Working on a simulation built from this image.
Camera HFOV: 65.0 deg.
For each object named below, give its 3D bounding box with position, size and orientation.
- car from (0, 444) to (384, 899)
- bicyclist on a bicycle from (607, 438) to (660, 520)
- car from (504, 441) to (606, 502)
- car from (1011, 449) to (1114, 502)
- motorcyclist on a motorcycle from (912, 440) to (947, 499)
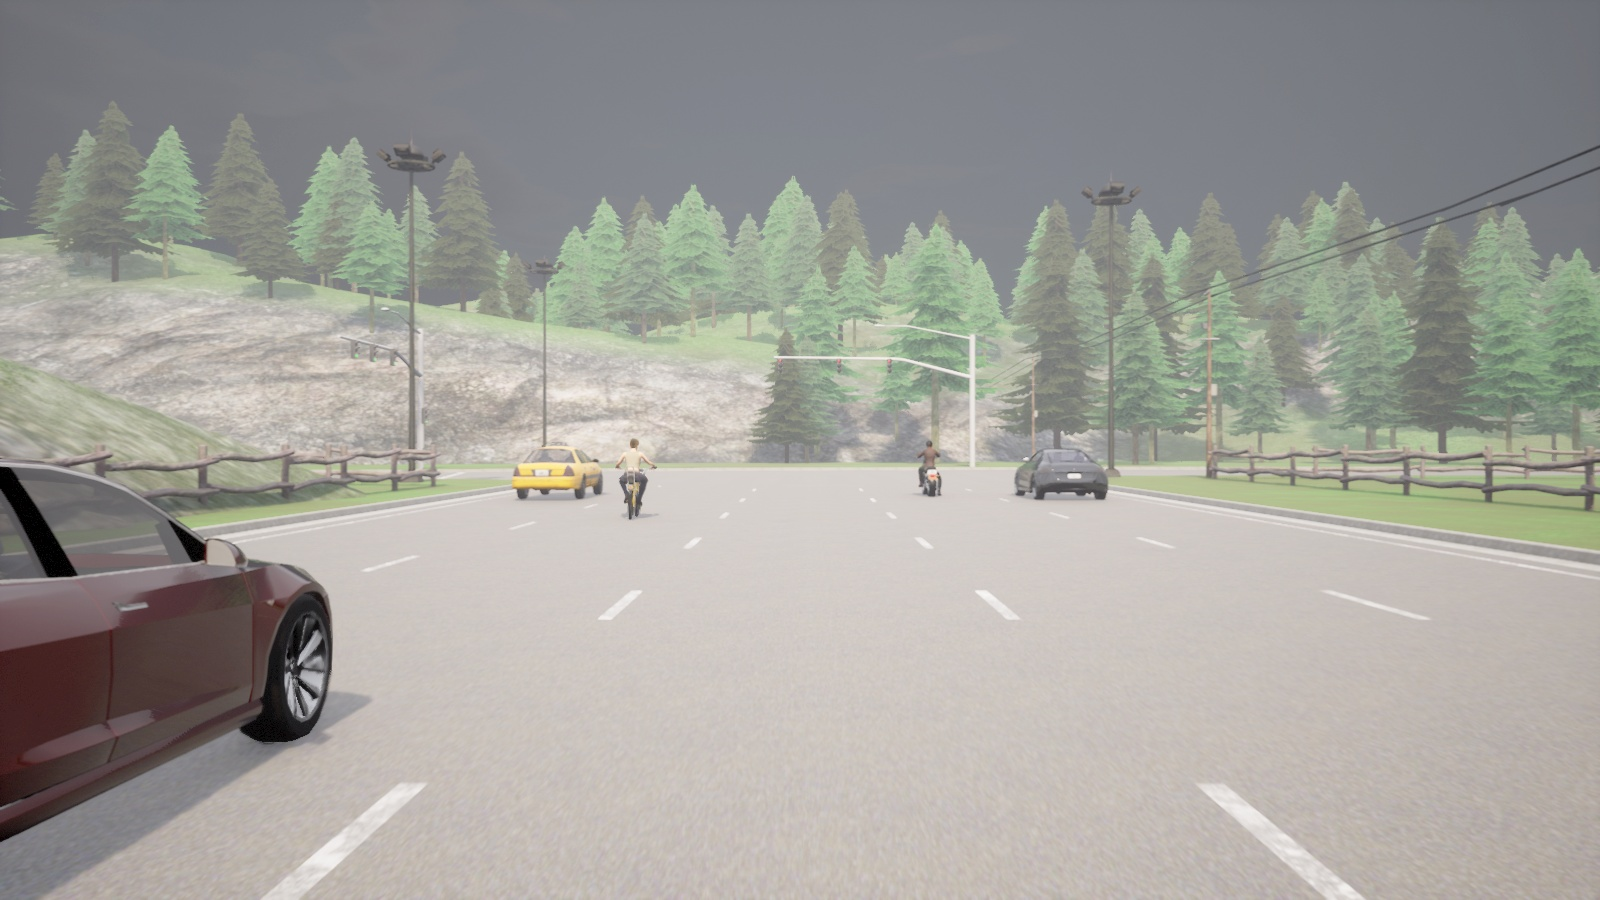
[{"bbox_3d":[-3.458,0.723,4.746,2.163,1.488,4.792,0,0,0],"label":"car"},{"bbox_3d":[-3.345,0.570,25.361,0.866,1.612,1.509,0,0,1],"label":"bicyclist on a bicycle"},{"bbox_3d":[-6.784,0.529,35.337,1.801,1.575,5.366,0,1,0],"label":"car"},{"bbox_3d":[7.214,0.664,34.875,1.994,1.385,4.181,0,0,0],"label":"car"},{"bbox_3d":[3.721,0.542,36.157,0.766,1.649,2.350,0,0,0],"label":"motorcyclist on a motorcycle"}]
